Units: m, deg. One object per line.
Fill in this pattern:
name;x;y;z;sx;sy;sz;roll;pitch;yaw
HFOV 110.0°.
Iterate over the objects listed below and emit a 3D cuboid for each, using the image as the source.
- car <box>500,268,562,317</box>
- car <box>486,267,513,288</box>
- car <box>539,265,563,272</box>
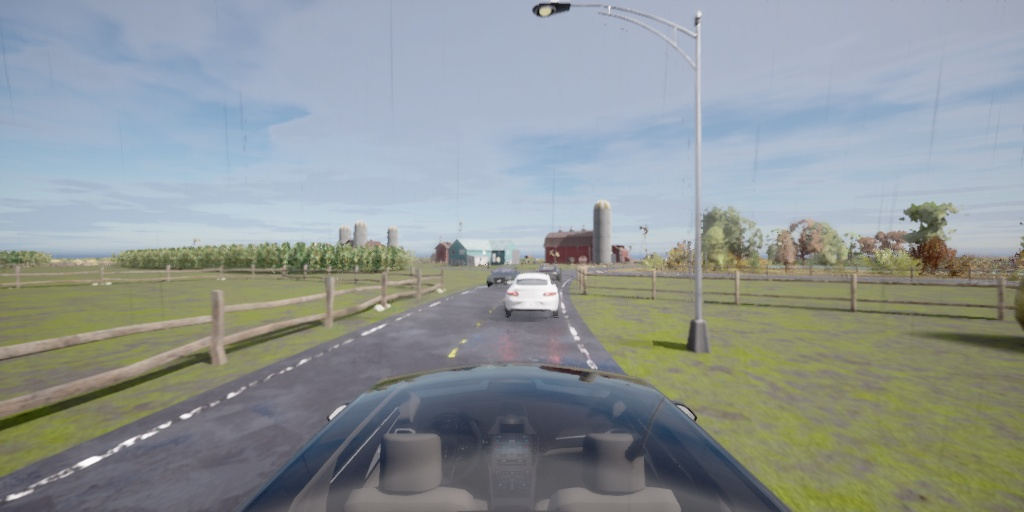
car;0.789;1.368;13.539;1.812;1.442;4.674;0;0;5
car;-0.516;1.499;25.780;1.994;1.385;4.181;0;0;10
car;2.977;1.460;28.580;2.128;1.511;4.902;0;0;11
